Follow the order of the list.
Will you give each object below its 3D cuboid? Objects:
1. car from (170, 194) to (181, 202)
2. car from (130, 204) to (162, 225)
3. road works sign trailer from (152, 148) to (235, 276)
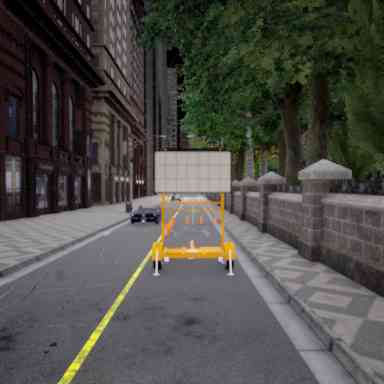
[{"bbox_3d":[-3.122,1.210,64.943,1.812,1.442,4.674,0,1,0],"label":"car"},{"bbox_3d":[-3.130,1.550,23.622,1.895,1.301,4.718,0,0,0],"label":"car"},{"bbox_3d":[0.026,0.450,10.326,2.380,3.560,2.880,0,0,-1],"label":"road works sign trailer"}]
